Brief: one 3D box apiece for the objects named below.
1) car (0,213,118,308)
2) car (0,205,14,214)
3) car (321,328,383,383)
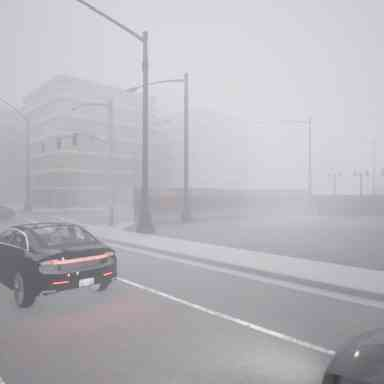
[{"bbox_3d":[-3.658,1.492,8.056,2.128,1.511,4.902,0,0,-43],"label":"car"},{"bbox_3d":[-15.633,1.535,24.776,1.994,1.385,4.181,0,0,37],"label":"car"},{"bbox_3d":[3.182,1.505,1.596,4.892,1.490,1.837,0,0,38],"label":"car"}]
